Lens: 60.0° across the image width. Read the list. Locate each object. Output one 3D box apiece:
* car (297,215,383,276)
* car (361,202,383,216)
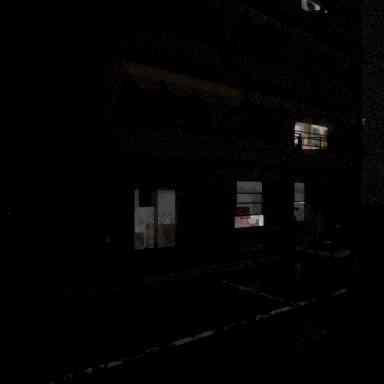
[{"bbox_3d":[5.055,1.582,10.245,4.206,1.307,1.802,0,0,-36],"label":"car"},{"bbox_3d":[17.580,1.742,31.094,1.882,1.535,5.008,0,-1,-36],"label":"car"}]
